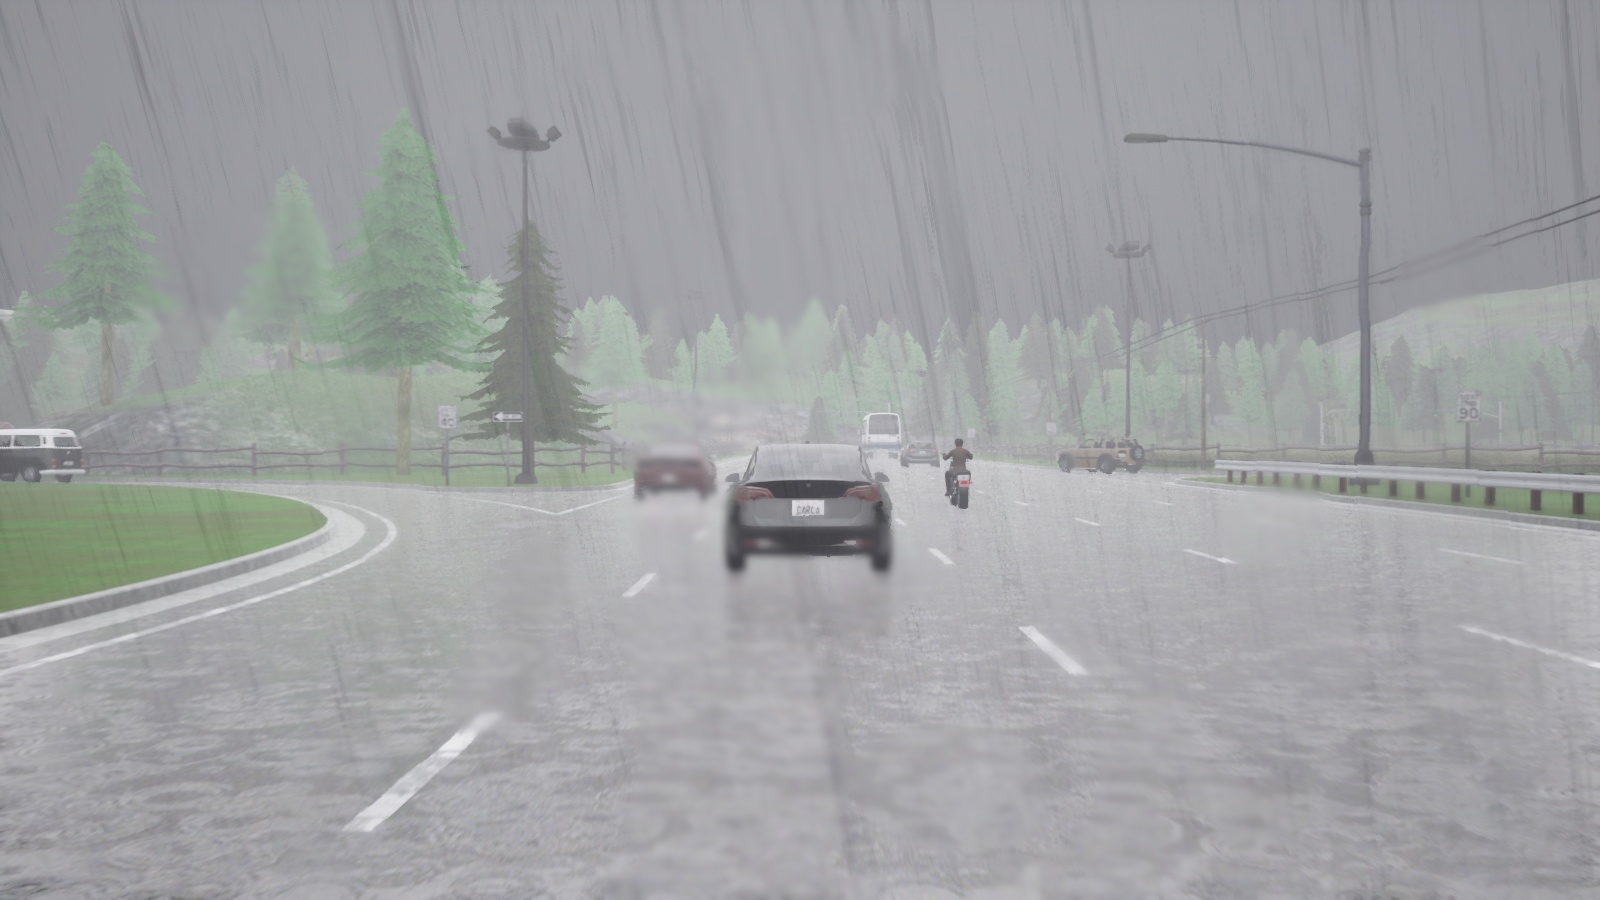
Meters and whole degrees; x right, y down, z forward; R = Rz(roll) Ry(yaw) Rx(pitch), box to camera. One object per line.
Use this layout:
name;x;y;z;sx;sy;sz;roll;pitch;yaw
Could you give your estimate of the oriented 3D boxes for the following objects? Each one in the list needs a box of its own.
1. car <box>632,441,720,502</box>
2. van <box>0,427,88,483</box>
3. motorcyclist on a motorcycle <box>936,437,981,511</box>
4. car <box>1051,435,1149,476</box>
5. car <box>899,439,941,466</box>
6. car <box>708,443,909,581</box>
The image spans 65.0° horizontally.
car;-3.292;0.528;34.263;1.882;1.535;5.008;0;1;0
van;-29.087;0.184;46.519;4.480;2.038;2.069;0;0;12
motorcyclist on a motorcycle;3.681;0.535;29.268;0.766;1.649;2.350;0;0;0
car;14.305;0.235;60.135;1.932;1.855;4.605;-1;1;-29
car;7.458;0.151;78.532;2.242;1.667;4.611;0;0;0
car;0.105;0.657;15.939;2.163;1.488;4.792;0;0;0
